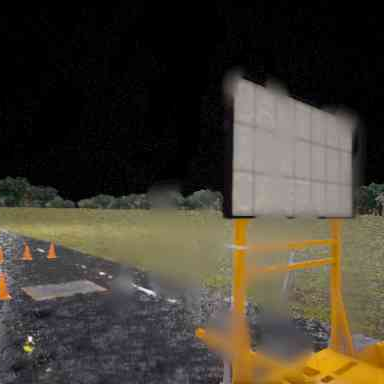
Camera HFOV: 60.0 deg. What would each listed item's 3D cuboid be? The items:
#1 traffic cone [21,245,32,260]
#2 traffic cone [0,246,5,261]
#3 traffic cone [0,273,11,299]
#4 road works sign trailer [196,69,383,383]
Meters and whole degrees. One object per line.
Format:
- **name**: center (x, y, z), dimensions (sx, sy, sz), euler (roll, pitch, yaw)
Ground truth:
- **traffic cone**: center (-6.946, 2.525, 14.008), dimensions (0.340, 0.580, 0.340), euler (4, -4, -40)
- **traffic cone**: center (-7.713, 2.474, 13.368), dimensions (0.340, 0.580, 0.340), euler (4, -4, -40)
- **traffic cone**: center (-4.630, 2.279, 8.128), dimensions (0.340, 0.580, 0.340), euler (4, -4, -40)
- **road works sign trailer**: center (1.038, 0.700, 3.790), dimensions (2.380, 3.560, 2.880), euler (4, -4, -40)
